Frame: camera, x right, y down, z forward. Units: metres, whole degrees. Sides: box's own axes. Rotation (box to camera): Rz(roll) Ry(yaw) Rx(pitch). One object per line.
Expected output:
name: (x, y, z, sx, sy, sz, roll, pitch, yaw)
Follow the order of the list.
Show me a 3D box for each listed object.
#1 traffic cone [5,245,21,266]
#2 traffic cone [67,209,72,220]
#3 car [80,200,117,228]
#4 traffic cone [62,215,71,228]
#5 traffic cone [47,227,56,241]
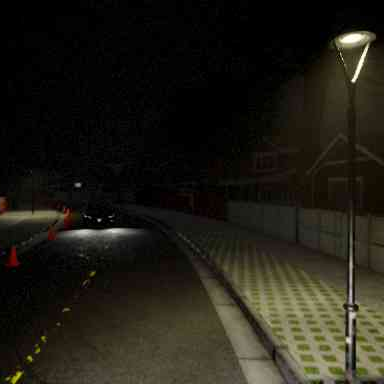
traffic cone: (-5.280, 1.860, 9.822, 0.340, 0.580, 0.340, 0, 1, -9)
traffic cone: (-8.814, 1.723, 23.905, 0.340, 0.580, 0.340, 0, 1, -19)
car: (-5.839, 1.302, 20.747, 1.837, 1.490, 4.892, 0, 0, -17)
traffic cone: (-7.346, 1.768, 19.286, 0.340, 0.580, 0.340, 0, 1, -16)
traffic cone: (-6.167, 1.813, 14.587, 0.340, 0.580, 0.340, 0, 1, -12)
